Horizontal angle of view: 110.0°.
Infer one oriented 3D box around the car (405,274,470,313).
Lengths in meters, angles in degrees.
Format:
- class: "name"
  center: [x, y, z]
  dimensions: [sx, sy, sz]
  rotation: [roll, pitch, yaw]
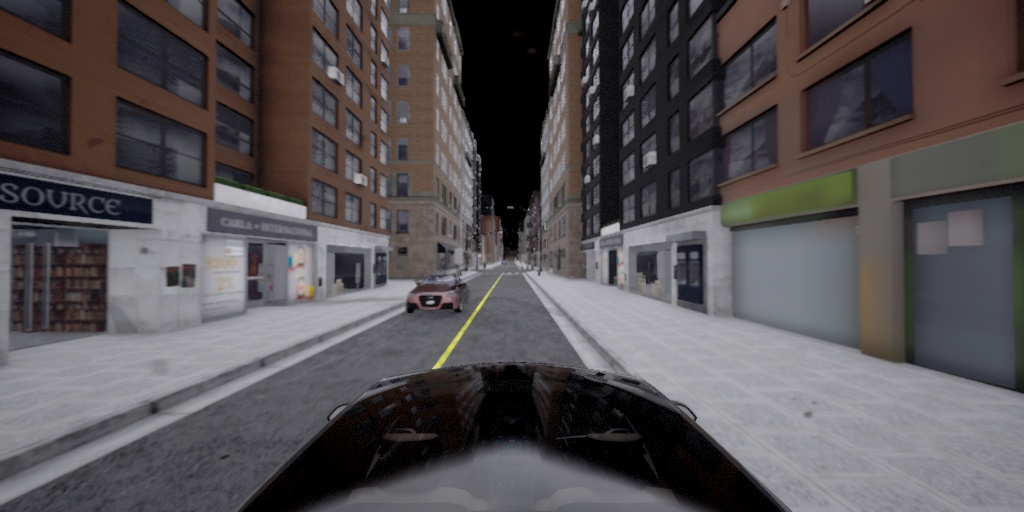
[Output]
- class: "car"
  center: [-2.844, 1.437, 14.483]
  dimensions: [1.994, 1.385, 4.181]
  rotation: [0, -1, 0]
